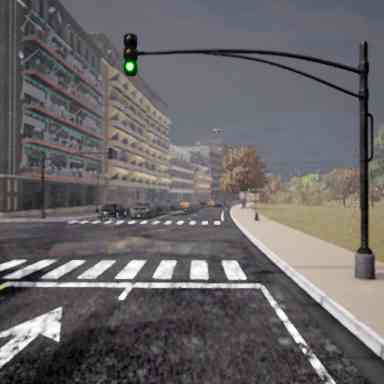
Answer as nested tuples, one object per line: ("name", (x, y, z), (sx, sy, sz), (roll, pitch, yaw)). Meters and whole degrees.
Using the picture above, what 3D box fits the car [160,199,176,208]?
("car", (-4.626, 2.202, 64.847), (2.097, 1.767, 4.553), (0, -1, 8))

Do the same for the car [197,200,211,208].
("car", (2.088, 2.363, 65.730), (2.128, 1.511, 4.902), (0, -1, 9))

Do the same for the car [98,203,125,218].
("car", (-8.269, 1.920, 34.924), (1.837, 1.490, 4.892), (0, -1, 5))

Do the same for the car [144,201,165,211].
("car", (-6.092, 2.244, 54.704), (2.033, 1.411, 5.357), (0, -1, 8))

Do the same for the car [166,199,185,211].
("car", (-3.014, 2.225, 53.250), (2.033, 1.411, 5.357), (0, -1, 8))

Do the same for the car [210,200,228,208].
("car", (5.304, 2.415, 65.259), (2.033, 1.411, 5.357), (0, -1, 9))

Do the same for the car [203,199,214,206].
("car", (3.851, 2.463, 75.940), (1.882, 1.535, 5.008), (0, -1, 11))

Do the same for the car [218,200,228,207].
("car", (7.127, 2.517, 75.765), (1.812, 1.442, 4.674), (0, -1, 11))

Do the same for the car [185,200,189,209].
("car", (-1.758, 2.289, 62.152), (1.882, 1.535, 5.008), (0, -1, 9))

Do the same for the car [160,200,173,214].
("car", (-4.178, 2.141, 43.669), (1.895, 1.301, 4.718), (0, -1, 6))

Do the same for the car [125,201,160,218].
("car", (-5.024, 1.766, 34.720), (2.097, 1.767, 4.553), (0, -1, 5))

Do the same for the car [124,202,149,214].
("car", (-7.337, 2.099, 44.625), (2.033, 1.411, 5.357), (0, -1, 6))
